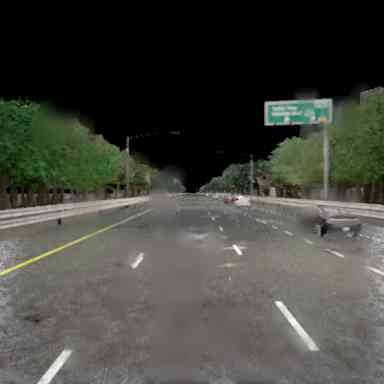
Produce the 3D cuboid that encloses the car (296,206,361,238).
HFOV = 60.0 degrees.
[{"bbox_3d":[7.015,1.486,17.550,2.128,1.511,4.902,0,0,0],"label":"car"}]

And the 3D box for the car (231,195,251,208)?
[{"bbox_3d":[7.071,1.506,46.829,1.812,1.442,4.674,0,0,0],"label":"car"}]

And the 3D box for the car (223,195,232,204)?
[{"bbox_3d":[7.105,1.313,63.987,2.097,1.767,4.553,0,0,0],"label":"car"}]
